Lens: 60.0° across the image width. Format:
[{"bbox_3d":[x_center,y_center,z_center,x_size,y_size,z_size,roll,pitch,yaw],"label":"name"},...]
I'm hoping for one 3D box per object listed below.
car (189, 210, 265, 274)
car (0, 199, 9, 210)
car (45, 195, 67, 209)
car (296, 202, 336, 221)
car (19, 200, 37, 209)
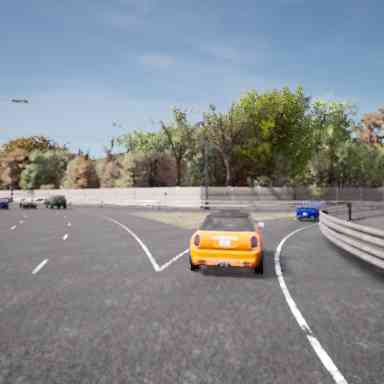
[{"bbox_3d":[1.331,1.415,11.120,2.097,1.767,4.553,0,0,12],"label":"car"},{"bbox_3d":[-27.865,1.747,48.246,1.882,1.535,5.008,0,0,-37],"label":"car"},{"bbox_3d":[-20.437,1.502,49.934,2.150,2.045,5.566,0,0,-35],"label":"car"},{"bbox_3d":[10.773,1.640,28.731,1.882,1.535,5.008,-1,-1,42],"label":"car"},{"bbox_3d":[-24.672,1.880,49.848,1.895,1.301,4.718,0,0,-36],"label":"car"}]
